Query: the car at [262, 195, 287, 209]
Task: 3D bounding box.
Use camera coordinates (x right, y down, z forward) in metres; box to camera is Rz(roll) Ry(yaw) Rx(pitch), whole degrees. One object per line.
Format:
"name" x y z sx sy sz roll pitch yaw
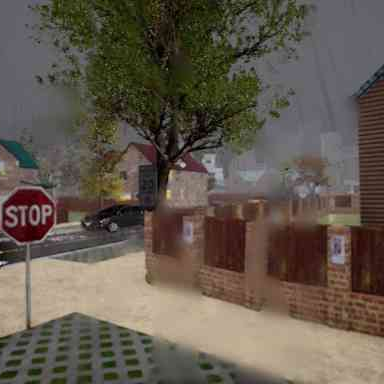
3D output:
"car" 9.769 1.268 37.019 1.837 1.490 4.892 -1 0 32

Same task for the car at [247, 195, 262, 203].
"car" 8.269 1.167 40.158 2.097 1.767 4.553 -1 0 32

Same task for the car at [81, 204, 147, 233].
"car" -4.278 1.484 19.736 1.837 1.490 4.892 -1 -1 31

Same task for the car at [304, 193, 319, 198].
"car" 19.001 0.995 52.091 2.097 1.767 4.553 -1 0 32

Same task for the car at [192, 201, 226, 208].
"car" 1.797 1.501 29.643 1.895 1.301 4.718 -1 0 31
